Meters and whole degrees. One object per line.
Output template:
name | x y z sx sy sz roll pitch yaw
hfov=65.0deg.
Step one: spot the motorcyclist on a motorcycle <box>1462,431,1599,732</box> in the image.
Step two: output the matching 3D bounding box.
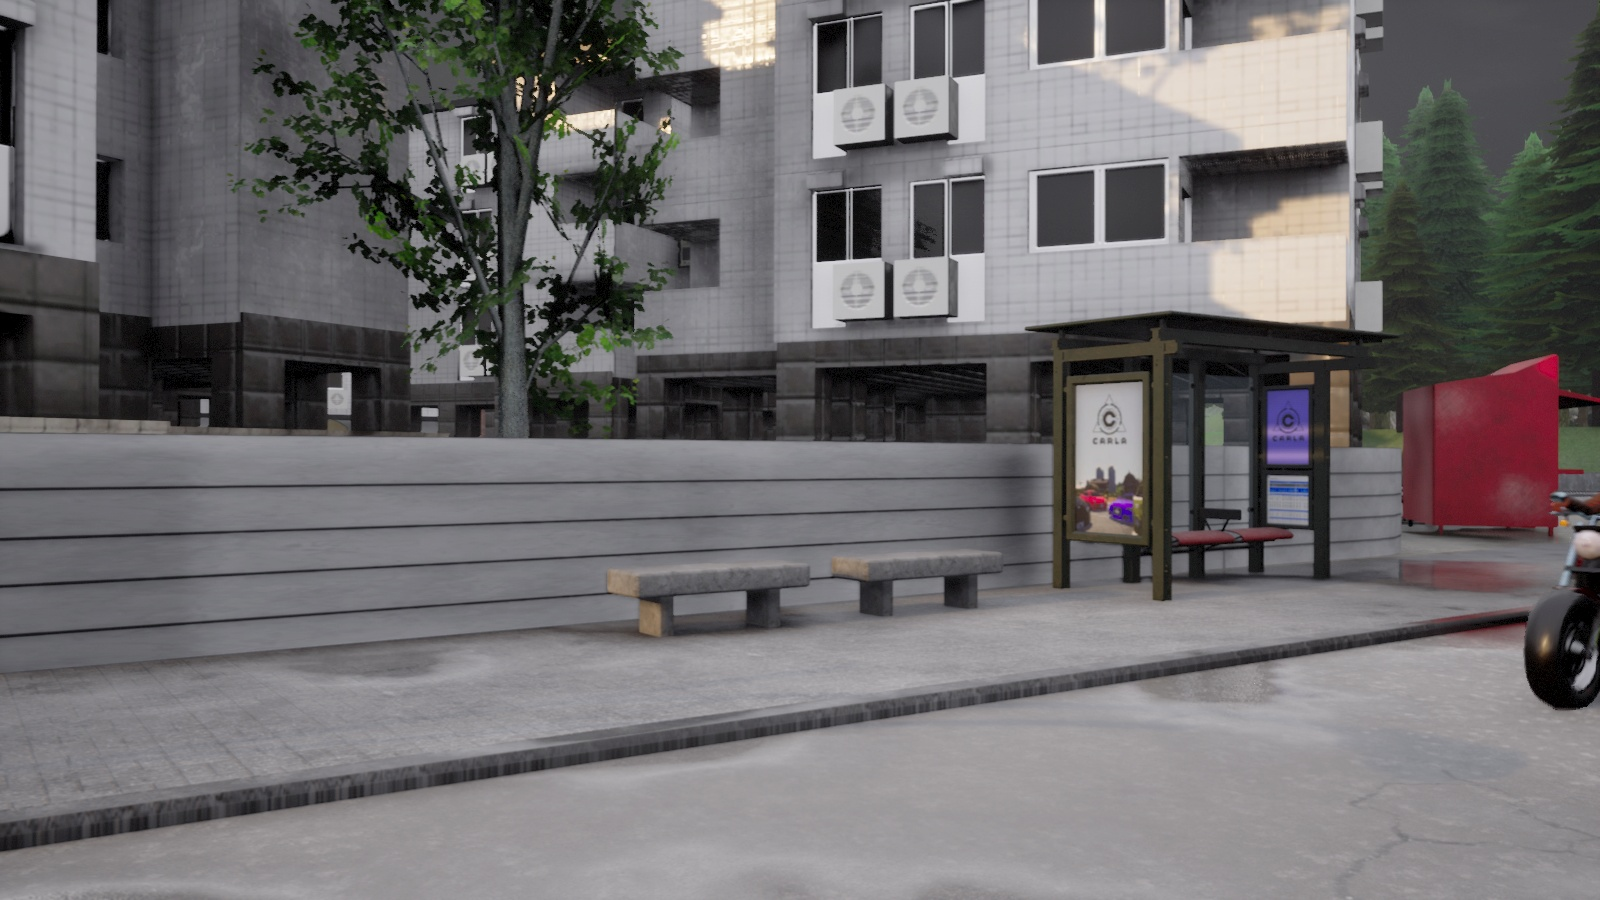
motorcyclist on a motorcycle | 5.129 0.718 7.838 2.350 1.649 0.766 0 0 -35
